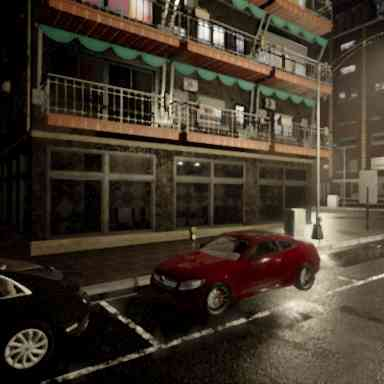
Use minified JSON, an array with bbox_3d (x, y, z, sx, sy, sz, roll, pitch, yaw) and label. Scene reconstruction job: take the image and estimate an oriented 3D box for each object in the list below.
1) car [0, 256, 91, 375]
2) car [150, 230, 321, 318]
[{"bbox_3d":[-3.505,1.558,4.002,4.403,1.369,2.008,-1,1,-35],"label":"car"},{"bbox_3d":[1.127,1.532,7.299,4.206,1.307,1.802,-1,1,-35],"label":"car"}]
